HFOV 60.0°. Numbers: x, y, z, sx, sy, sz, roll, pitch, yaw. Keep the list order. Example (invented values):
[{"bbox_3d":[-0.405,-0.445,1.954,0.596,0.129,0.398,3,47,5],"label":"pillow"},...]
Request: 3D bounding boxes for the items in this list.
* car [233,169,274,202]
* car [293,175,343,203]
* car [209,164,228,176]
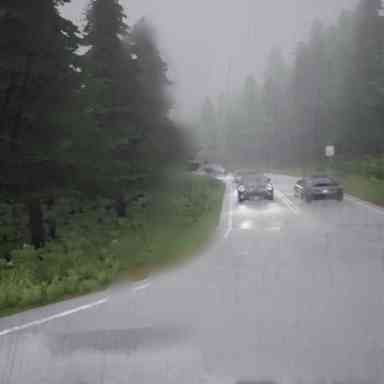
[{"bbox_3d":[3.906,-0.481,21.262,2.097,1.767,4.553,-4,6,7],"label":"car"},{"bbox_3d":[7.141,-0.307,19.226,1.994,1.385,4.181,-4,6,7],"label":"car"},{"bbox_3d":[3.055,-2.953,44.243,2.128,1.511,4.902,-5,7,-19],"label":"car"}]
